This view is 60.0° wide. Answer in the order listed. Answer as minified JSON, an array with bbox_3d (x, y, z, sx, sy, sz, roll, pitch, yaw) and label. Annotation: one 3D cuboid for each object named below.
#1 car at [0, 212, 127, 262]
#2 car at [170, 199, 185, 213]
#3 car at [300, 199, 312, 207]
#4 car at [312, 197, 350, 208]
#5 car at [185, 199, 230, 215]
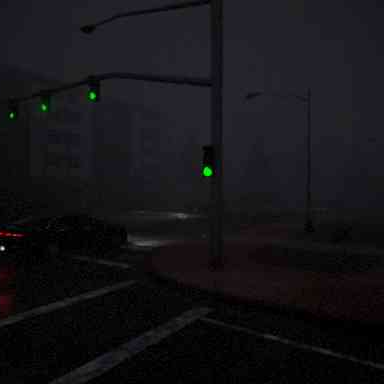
[{"bbox_3d":[-4.518,1.494,12.332,1.837,1.490,4.892,0,0,33],"label":"car"},{"bbox_3d":[-0.333,1.492,36.916,1.812,1.442,4.674,0,0,42],"label":"car"},{"bbox_3d":[18.774,1.579,50.508,4.718,1.301,1.895,0,0,-21],"label":"car"},{"bbox_3d":[20.078,1.493,47.260,4.892,1.490,1.837,0,0,-21],"label":"car"},{"bbox_3d":[1.972,1.463,34.271,2.128,1.511,4.902,0,0,41],"label":"car"}]
